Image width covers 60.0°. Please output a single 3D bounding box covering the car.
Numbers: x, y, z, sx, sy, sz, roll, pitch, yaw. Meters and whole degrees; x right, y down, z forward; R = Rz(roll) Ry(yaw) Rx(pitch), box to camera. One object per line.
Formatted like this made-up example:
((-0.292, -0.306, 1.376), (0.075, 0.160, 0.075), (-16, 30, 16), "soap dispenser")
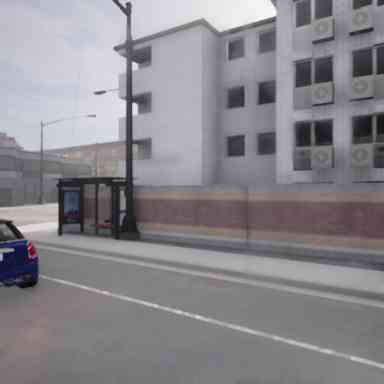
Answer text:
((-5.700, 1.347, 7.925), (4.553, 1.767, 2.097), (0, 0, 35), "car")
